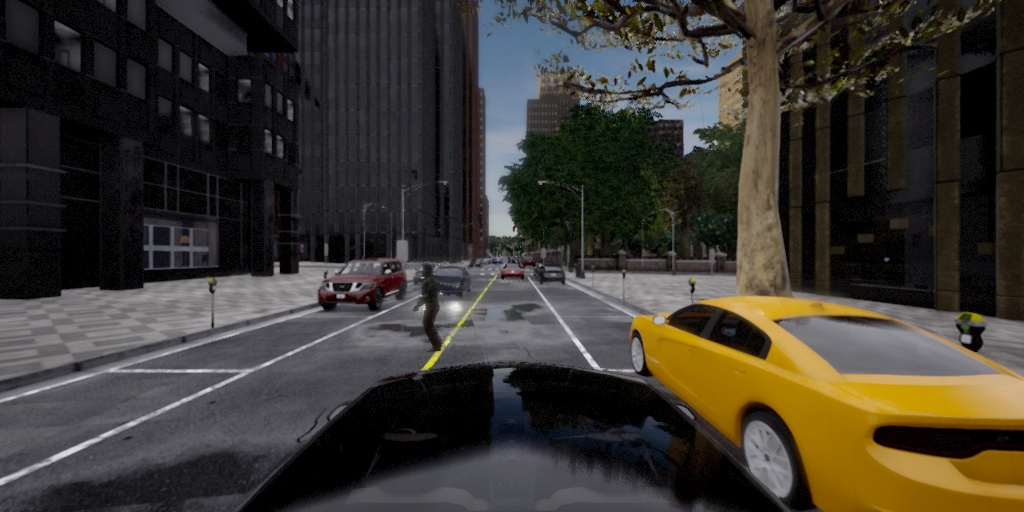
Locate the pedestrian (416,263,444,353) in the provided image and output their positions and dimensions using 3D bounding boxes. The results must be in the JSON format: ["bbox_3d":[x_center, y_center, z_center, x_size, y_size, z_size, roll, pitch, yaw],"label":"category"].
[{"bbox_3d":[-1.675,1.029,7.354,0.375,1.860,0.375,0,0,0],"label":"pedestrian"}]

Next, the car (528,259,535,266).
[{"bbox_3d":[2.745,1.228,31.137,2.007,1.370,4.403,0,0,0],"label":"car"}]

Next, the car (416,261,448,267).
[{"bbox_3d":[-5.777,1.241,25.610,2.007,1.370,4.403,0,0,0],"label":"car"}]

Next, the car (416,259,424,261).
[{"bbox_3d":[-12.190,1.047,45.878,4.718,1.301,1.895,1,0,2],"label":"car"}]

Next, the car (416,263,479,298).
[{"bbox_3d":[-3.107,1.256,18.254,2.033,1.411,5.357,0,0,0],"label":"car"}]

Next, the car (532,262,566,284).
[{"bbox_3d":[2.748,1.256,25.624,1.948,1.339,4.313,0,0,0],"label":"car"}]

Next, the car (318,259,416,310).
[{"bbox_3d":[-5.770,1.032,14.585,2.192,1.841,5.009,0,0,0],"label":"car"}]

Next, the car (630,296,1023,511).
[{"bbox_3d":[2.999,1.221,4.353,1.882,1.535,5.008,0,0,0],"label":"car"}]

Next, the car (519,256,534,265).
[{"bbox_3d":[2.729,0.940,57.801,2.192,1.841,5.009,0,0,0],"label":"car"}]

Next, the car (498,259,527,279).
[{"bbox_3d":[0.063,1.242,31.129,1.994,1.385,4.181,0,0,0],"label":"car"}]

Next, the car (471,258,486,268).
[{"bbox_3d":[-5.796,1.191,57.787,1.948,1.339,4.313,0,0,0],"label":"car"}]
